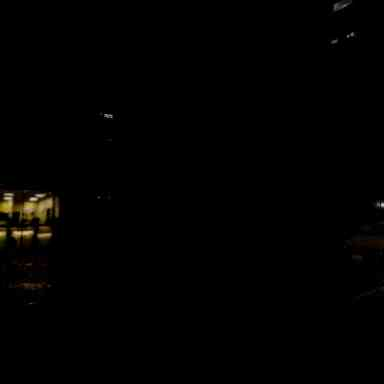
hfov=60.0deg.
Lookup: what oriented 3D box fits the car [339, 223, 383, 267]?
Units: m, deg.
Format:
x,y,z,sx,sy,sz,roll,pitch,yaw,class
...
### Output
x,y,z,sx,sy,sz,roll,pitch,yaw,class
6.665,1.564,10.822,4.829,1.417,1.752,0,2,-35,car
